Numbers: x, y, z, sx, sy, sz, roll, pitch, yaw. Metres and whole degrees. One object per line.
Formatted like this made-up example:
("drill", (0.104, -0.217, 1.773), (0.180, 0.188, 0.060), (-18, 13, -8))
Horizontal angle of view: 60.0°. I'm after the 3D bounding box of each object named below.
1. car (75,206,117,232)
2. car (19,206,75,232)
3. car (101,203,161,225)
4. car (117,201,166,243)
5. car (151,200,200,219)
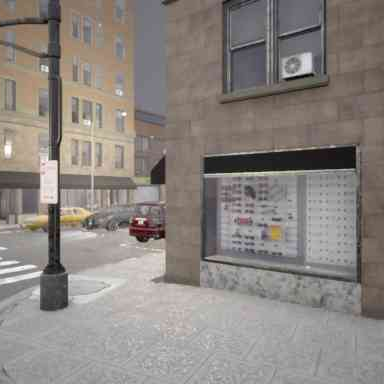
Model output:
("car", (-4.473, 1.554, 19.989), (1.994, 1.385, 4.181), (0, 0, 35))
("car", (-7.771, 1.519, 20.076), (1.752, 1.417, 4.829), (0, 0, 35))
("car", (-4.444, 1.548, 24.857), (1.947, 1.339, 4.313), (0, 0, 35))
("car", (-0.691, 1.305, 15.322), (2.192, 1.841, 5.009), (0, 0, 35))
("car", (-1.311, 1.496, 29.359), (1.752, 1.417, 4.829), (0, 0, 35))
